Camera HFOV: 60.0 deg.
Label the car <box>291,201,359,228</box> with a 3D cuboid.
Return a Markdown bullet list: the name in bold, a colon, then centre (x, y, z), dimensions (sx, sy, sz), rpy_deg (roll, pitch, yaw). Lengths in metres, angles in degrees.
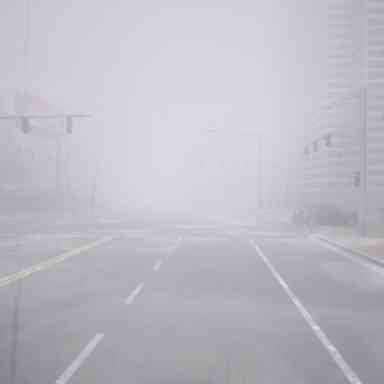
- **car**: centre (9.341, 1.537, 23.119), dimensions (4.553, 1.767, 2.097), rpy_deg (0, 0, -10)

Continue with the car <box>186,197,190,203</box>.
- **car**: centre (-1.474, 1.832, 76.111), dimensions (1.837, 1.490, 4.892), rpy_deg (0, 0, 4)

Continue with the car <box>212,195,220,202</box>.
- **car**: centre (6.423, 1.638, 87.952), dimensions (2.097, 1.767, 4.553), rpy_deg (0, 0, 4)

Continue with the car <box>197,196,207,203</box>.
- **car**: centre (2.174, 1.889, 77.982), dimensions (2.128, 1.511, 4.902), rpy_deg (0, 0, 4)

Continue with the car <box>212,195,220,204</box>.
- **car**: centre (5.664, 1.932, 77.724), dimensions (2.033, 1.411, 5.357), rpy_deg (0, 0, 4)

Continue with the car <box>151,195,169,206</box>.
- **car**: centre (-6.137, 1.771, 60.844), dimensions (2.033, 1.411, 5.357), rpy_deg (0, 0, 5)

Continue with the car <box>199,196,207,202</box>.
- **car**: centre (2.933, 1.780, 88.239), dimensions (2.128, 1.511, 4.902), rpy_deg (0, 0, 4)

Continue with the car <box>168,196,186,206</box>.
- **car**: centre (-2.650, 1.778, 60.681), dimensions (1.812, 1.442, 4.674), rpy_deg (0, 0, 5)
